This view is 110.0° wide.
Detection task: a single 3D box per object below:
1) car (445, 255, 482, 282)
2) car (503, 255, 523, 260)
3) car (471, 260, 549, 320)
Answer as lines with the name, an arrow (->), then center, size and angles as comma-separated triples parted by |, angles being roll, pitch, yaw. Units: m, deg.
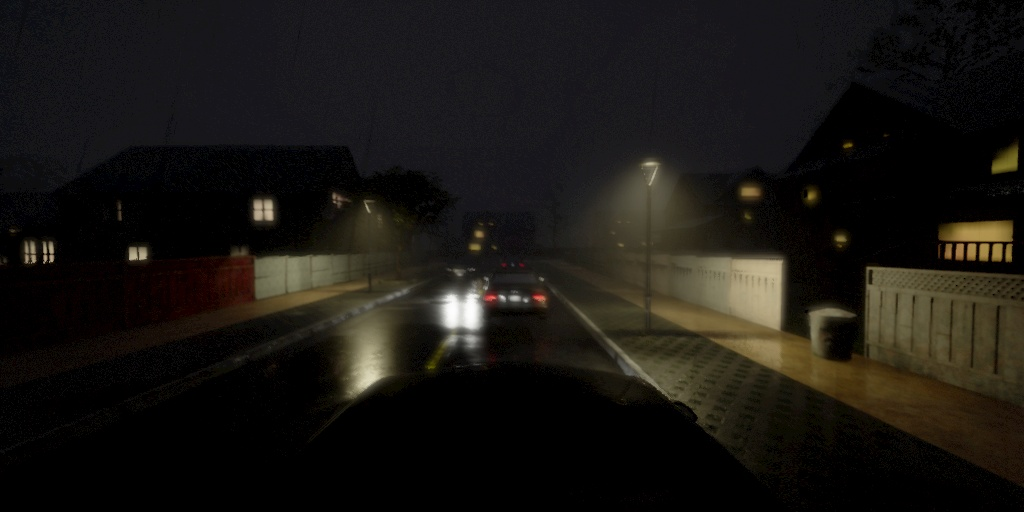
car -> -2.846, 0.706, 22.082 | 2.128, 1.511, 4.902 | 0, 1, 0
car -> 0.090, 0.628, 27.436 | 2.033, 1.411, 5.357 | 0, 1, 0
car -> 0.090, 1.038, 11.379 | 2.033, 1.411, 5.357 | 0, 1, 0
